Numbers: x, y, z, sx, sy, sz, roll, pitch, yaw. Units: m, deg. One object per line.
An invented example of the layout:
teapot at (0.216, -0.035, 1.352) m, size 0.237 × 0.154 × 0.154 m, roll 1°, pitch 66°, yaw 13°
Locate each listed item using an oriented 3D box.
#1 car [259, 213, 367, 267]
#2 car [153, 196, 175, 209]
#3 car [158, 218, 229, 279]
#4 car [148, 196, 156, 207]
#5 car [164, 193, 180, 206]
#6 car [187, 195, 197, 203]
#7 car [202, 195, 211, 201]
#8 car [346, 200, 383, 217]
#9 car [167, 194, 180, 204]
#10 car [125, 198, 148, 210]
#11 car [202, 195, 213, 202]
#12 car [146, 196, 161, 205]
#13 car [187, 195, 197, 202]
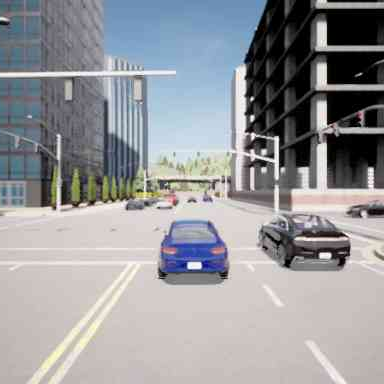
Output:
car at (3.593, 1.479, 11.361) m, size 2.128 × 1.511 × 4.902 m, roll 0°, pitch 0°, yaw 0°
car at (-3.594, 1.579, 43.831) m, size 1.895 × 1.301 × 4.718 m, roll 0°, pitch 0°, yaw 0°
car at (-0.007, 1.517, 9.951) m, size 1.812 × 1.442 × 4.674 m, roll 0°, pitch 0°, yaw -2°
car at (-7.084, 1.575, 50.471) m, size 1.895 × 1.301 × 4.718 m, roll 0°, pitch 0°, yaw 0°
car at (-3.573, 1.194, 53.605) m, size 2.150 × 2.045 × 5.566 m, roll 0°, pitch 0°, yaw 0°
car at (0.010, 1.563, 69.687) m, size 1.895 × 1.301 × 4.718 m, roll 0°, pitch 0°, yaw 0°
car at (3.503, 1.442, 80.456) m, size 1.837 × 1.490 × 4.892 m, roll 0°, pitch 0°, yaw 0°
car at (15.584, 1.421, 28.072) m, size 4.902 × 1.511 × 2.128 m, roll 0°, pitch 0°, yaw 0°
car at (-3.498, 1.320, 63.595) m, size 2.097 × 1.767 × 4.553 m, roll 0°, pitch 0°, yaw 0°
car at (-7.094, 1.543, 41.710) m, size 1.994 × 1.385 × 4.181 m, roll 0°, pitch 0°, yaw 0°
car at (3.503, 1.485, 71.381) m, size 1.812 × 1.442 × 4.674 m, roll 0°, pitch 0°, yaw 0°
car at (-7.016, 1.517, 61.099) m, size 2.033 × 1.411 × 5.357 m, roll 0°, pitch 0°, yaw 0°
car at (0.003, 1.484, 80.807) m, size 2.128 × 1.511 × 4.902 m, roll 0°, pitch 0°, yaw 0°
